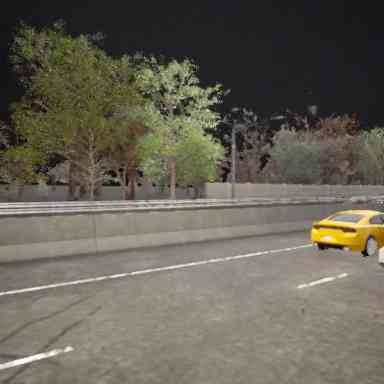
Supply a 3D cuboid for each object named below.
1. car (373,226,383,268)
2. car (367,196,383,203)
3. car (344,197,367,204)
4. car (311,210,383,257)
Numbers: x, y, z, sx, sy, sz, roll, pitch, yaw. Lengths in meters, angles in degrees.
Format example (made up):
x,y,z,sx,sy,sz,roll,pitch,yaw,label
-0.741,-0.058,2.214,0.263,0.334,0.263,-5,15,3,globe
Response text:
x,y,z,sx,sy,sz,roll,pitch,yaw,label
6.992,1.585,8.779,4.718,1.301,1.895,0,0,-35,car
29.035,1.455,50.439,4.892,1.490,1.837,0,0,-35,car
25.936,1.477,52.528,4.674,1.442,1.812,0,0,-35,car
6.721,1.459,12.871,5.008,1.535,1.882,0,0,-35,car
